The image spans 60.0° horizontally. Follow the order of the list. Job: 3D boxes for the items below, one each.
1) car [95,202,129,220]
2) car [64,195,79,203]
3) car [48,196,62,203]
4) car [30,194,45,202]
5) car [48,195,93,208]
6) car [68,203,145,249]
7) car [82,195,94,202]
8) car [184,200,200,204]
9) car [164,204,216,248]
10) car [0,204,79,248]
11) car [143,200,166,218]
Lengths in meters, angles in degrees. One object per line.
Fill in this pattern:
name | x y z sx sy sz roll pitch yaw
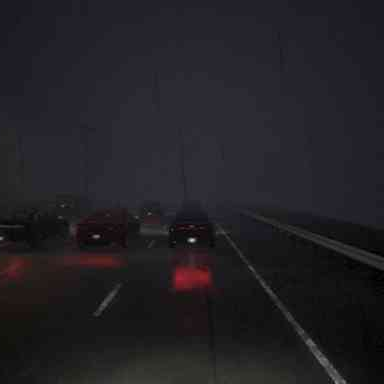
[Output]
car | -7.000 1.616 29.680 1.895 1.301 4.718 0 0 0
car | -26.492 1.515 73.280 2.128 1.511 4.902 0 0 -10
car | -29.929 1.521 72.617 1.812 1.442 4.674 0 0 -10
car | -33.380 1.318 71.979 2.097 1.767 4.553 0 0 -8
car | -10.500 1.258 29.680 2.150 2.045 5.566 0 0 0
car | -3.500 1.485 14.650 1.882 1.535 5.008 0 0 0
car | -23.056 1.484 73.944 1.837 1.490 4.892 0 0 -10
car | 0.000 1.485 29.650 1.882 1.535 5.008 0 0 0
car | 0.000 1.516 14.650 1.837 1.490 4.892 0 0 0
car | -7.000 1.495 14.650 2.128 1.511 4.902 0 0 0
car | -3.500 1.516 29.650 1.837 1.490 4.892 0 0 0
